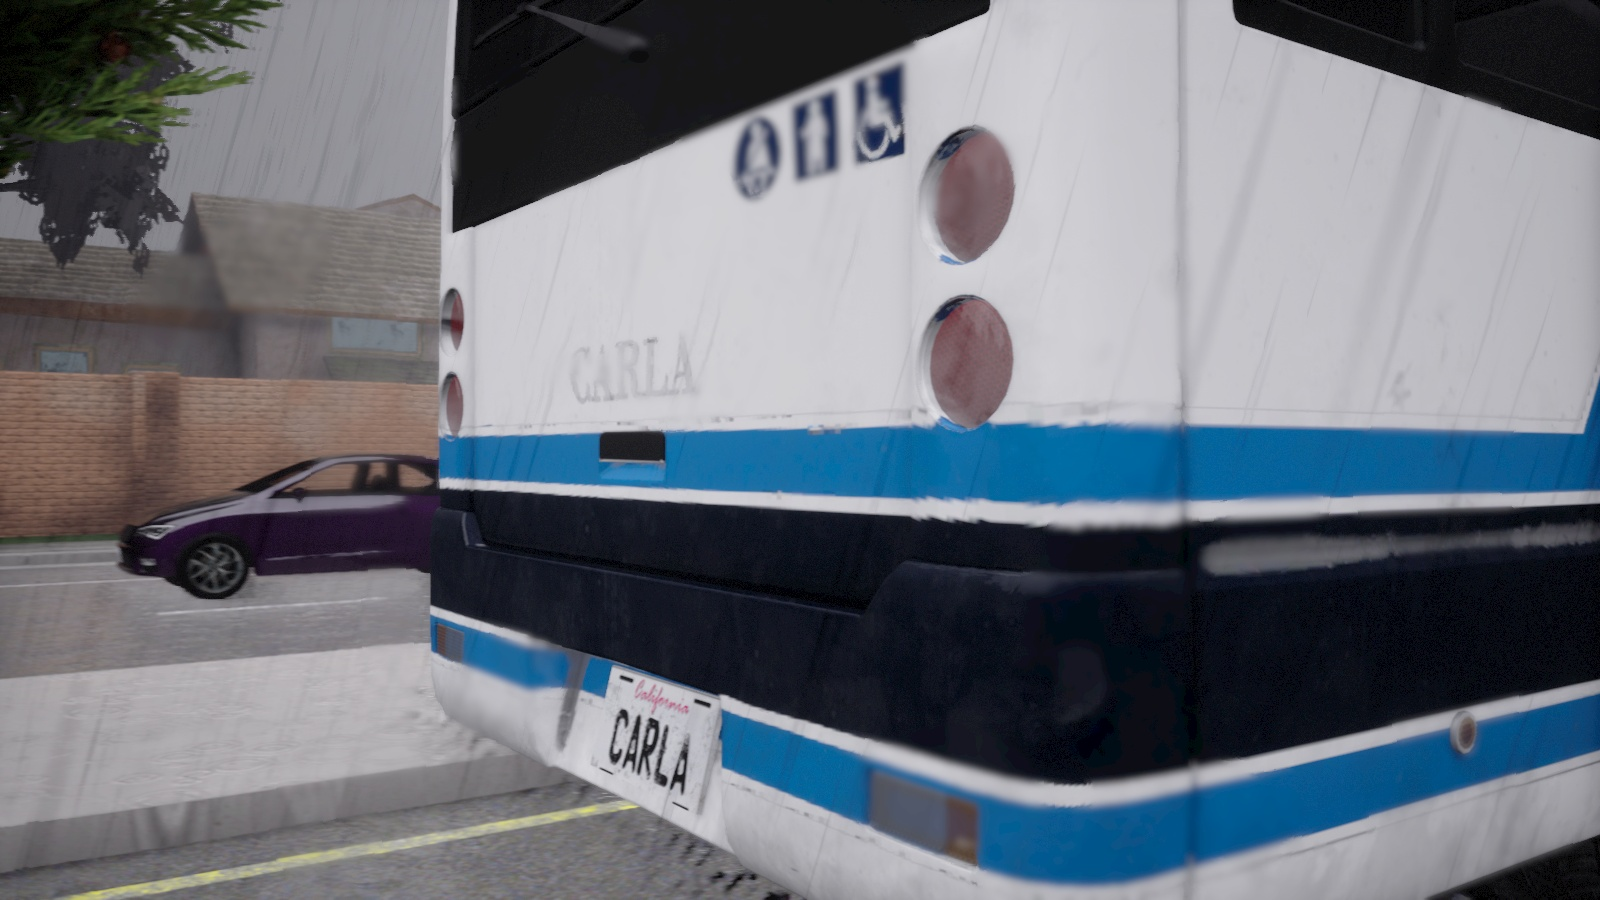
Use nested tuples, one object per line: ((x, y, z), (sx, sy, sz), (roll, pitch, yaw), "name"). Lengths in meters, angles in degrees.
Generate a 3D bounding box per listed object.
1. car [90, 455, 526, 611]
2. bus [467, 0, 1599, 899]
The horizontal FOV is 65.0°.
((-5.376, 0.804, 13.928), (4.193, 1.474, 1.816), (0, 0, -35), "car")
((3.987, -0.624, 6.439), (10.273, 4.253, 3.944), (0, 0, -35), "bus")
